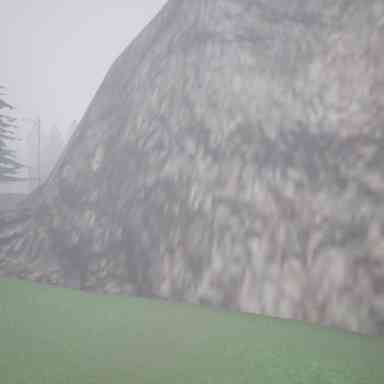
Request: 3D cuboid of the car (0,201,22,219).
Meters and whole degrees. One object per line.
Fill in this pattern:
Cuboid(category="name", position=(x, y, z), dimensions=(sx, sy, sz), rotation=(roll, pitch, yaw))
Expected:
Cuboid(category="car", position=(-16.242, 1.491, 26.664), dimensions=(2.128, 1.511, 4.902), rotation=(0, 0, 29))
